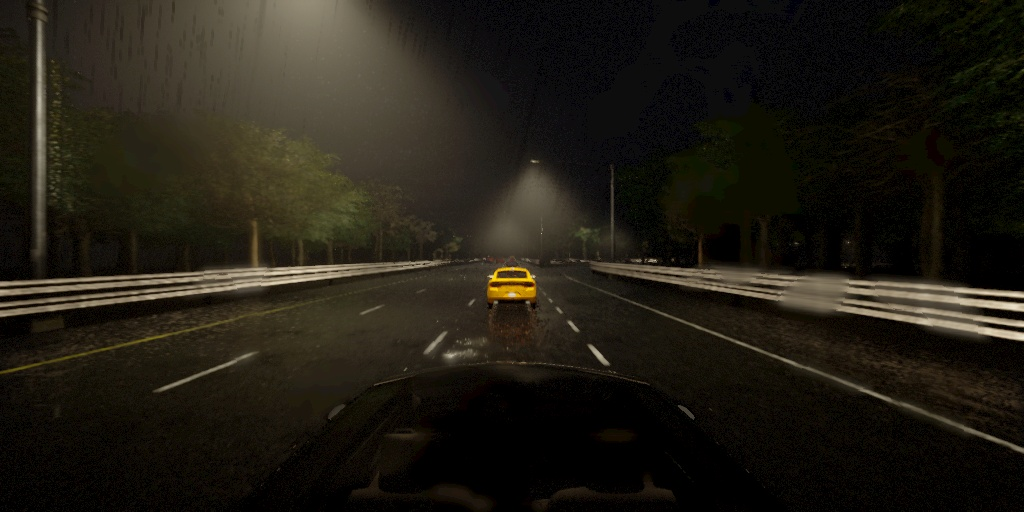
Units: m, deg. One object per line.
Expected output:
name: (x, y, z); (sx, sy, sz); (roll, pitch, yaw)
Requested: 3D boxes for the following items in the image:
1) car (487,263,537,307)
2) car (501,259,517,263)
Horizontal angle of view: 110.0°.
car: (-0.002, 1.246, 15.499); (1.882, 1.535, 5.008); (0, 0, 0)
car: (-0.008, 1.369, 43.459); (1.994, 1.385, 4.181); (0, 0, 0)
